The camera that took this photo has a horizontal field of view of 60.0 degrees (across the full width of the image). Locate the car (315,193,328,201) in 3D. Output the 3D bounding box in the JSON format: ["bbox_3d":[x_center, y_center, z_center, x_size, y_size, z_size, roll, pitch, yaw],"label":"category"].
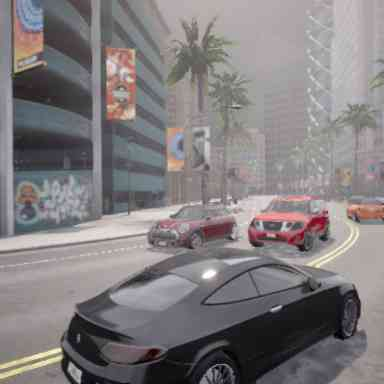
[{"bbox_3d":[30.917,1.160,79.515,2.185,1.767,4.553,-1,0,11],"label":"car"}]

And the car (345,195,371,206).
[{"bbox_3d":[25.205,1.299,50.700,2.231,1.521,4.892,-1,0,11],"label":"car"}]

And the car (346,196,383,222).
[{"bbox_3d":[13.143,1.256,25.244,2.097,1.767,4.553,-1,0,17],"label":"car"}]

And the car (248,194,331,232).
[{"bbox_3d":[4.390,1.202,14.306,2.150,2.045,5.566,0,0,34],"label":"car"}]

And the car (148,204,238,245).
[{"bbox_3d":[0.174,1.379,14.622,2.097,1.767,4.553,-1,0,36],"label":"car"}]

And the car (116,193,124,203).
[{"bbox_3d":[-10.495,1.233,50.111,2.435,2.045,5.566,-1,0,11],"label":"car"}]

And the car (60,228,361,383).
[{"bbox_3d":[0.617,1.531,4.693,4.674,1.442,1.812,-1,0,-41],"label":"car"}]
